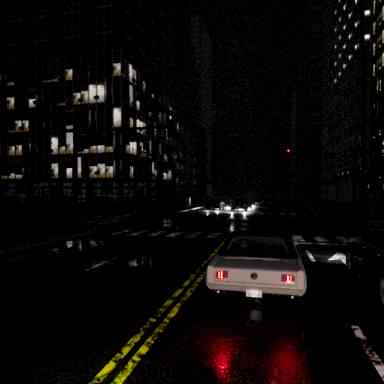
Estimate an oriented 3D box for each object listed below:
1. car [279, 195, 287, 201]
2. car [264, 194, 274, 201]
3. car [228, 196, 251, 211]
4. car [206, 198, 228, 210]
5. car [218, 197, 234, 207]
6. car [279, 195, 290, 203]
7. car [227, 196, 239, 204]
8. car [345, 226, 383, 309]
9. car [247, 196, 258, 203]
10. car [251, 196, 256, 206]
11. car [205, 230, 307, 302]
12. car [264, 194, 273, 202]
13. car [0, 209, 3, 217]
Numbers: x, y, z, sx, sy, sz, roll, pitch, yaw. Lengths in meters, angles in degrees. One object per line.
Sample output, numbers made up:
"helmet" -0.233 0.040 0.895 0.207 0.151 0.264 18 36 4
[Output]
"car" 21.813 1.355 79.818 1.895 1.301 4.718 0 0 13
"car" 18.642 1.286 80.532 2.128 1.511 4.902 0 0 13
"car" 5.862 1.503 40.728 1.812 1.442 4.674 0 0 13
"car" 3.092 1.524 43.168 2.033 1.411 5.357 0 0 13
"car" 5.413 1.567 53.037 1.895 1.301 4.718 0 0 13
"car" 19.426 1.474 69.646 2.033 1.411 5.357 0 0 13
"car" 7.837 1.460 63.167 1.837 1.490 4.892 0 0 14
"car" 4.825 1.501 7.437 1.837 1.490 4.892 0 0 13
"car" 12.769 1.486 69.735 2.033 1.411 5.357 0 0 13
"car" 7.975 1.460 49.731 2.128 1.511 4.902 0 0 13
"car" 1.695 1.597 8.337 1.895 1.301 4.718 0 0 14
"car" 16.364 1.530 70.826 1.895 1.301 4.718 0 0 13
"car" -17.347 1.435 26.651 4.313 1.339 1.947 1 1 14
